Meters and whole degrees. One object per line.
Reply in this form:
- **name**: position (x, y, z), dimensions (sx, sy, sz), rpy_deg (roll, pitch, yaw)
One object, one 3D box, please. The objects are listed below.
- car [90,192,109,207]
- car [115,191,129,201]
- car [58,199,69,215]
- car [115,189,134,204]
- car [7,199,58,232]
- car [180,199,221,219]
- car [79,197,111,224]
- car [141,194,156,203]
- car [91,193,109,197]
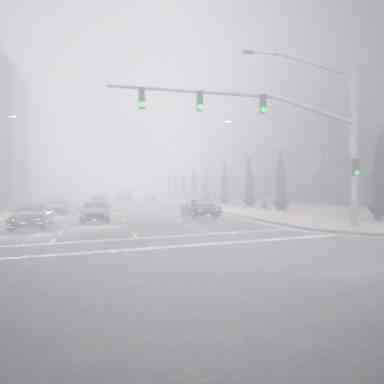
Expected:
- **car**: position (-11.616, 0.906, 42.016), dimensions (2.097, 1.767, 4.553), rpy_deg (-1, 1, -15)
- **car**: position (-12.586, 0.657, 59.549), dimensions (2.097, 1.767, 4.553), rpy_deg (-1, 1, -15)
- **car**: position (-12.119, 1.299, 29.804), dimensions (2.033, 1.411, 5.357), rpy_deg (-1, 1, -15)
- **car**: position (-9.950, 0.628, 49.475), dimensions (2.150, 2.045, 5.566), rpy_deg (-1, 1, -15)
- **car**: position (-9.377, 1.358, 19.599), dimensions (1.837, 1.490, 4.892), rpy_deg (-1, 1, -15)
- **car**: position (0.476, 1.188, 24.071), dimensions (1.895, 1.301, 4.718), rpy_deg (-1, 1, -15)
- **car**: position (-6.649, 1.296, 22.836), dimensions (2.033, 1.411, 5.357), rpy_deg (-1, 1, -15)
- **car**: position (-6.828, 0.916, 51.412), dimensions (1.895, 1.301, 4.718), rpy_deg (-1, 1, -14)
- **car**: position (-9.154, 1.158, 32.355), dimensions (1.837, 1.490, 4.892), rpy_deg (-1, 1, -14)
